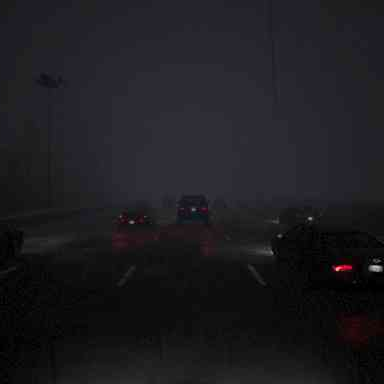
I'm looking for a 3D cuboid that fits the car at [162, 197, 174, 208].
[{"bbox_3d":[-3.415,1.485,49.211,2.128,1.511,4.902,0,0,0],"label":"car"}]

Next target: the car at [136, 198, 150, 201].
[{"bbox_3d":[-6.915,1.558,46.428,1.994,1.385,4.181,0,0,0],"label":"car"}]

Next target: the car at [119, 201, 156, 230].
[{"bbox_3d":[-3.406,1.523,21.125,1.812,1.442,4.674,0,0,0],"label":"car"}]

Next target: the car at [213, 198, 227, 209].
[{"bbox_3d":[3.587,1.521,44.508,1.812,1.442,4.674,0,0,0],"label":"car"}]

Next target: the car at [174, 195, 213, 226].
[{"bbox_3d":[0.092,1.218,23.692,2.150,2.045,5.566,0,0,0],"label":"car"}]

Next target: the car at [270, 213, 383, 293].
[{"bbox_3d":[3.597,1.547,9.017,2.033,1.411,5.357,0,0,0],"label":"car"}]

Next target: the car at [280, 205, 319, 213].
[{"bbox_3d":[7.094,1.562,21.941,1.994,1.385,4.181,0,0,0],"label":"car"}]

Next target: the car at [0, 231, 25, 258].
[{"bbox_3d":[-6.903,1.599,9.784,1.895,1.301,4.718,0,0,0],"label":"car"}]

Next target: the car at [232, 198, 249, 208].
[{"bbox_3d":[7.085,1.559,48.648,1.994,1.385,4.181,0,0,0],"label":"car"}]

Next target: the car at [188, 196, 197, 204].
[{"bbox_3d":[0.079,1.518,64.814,1.812,1.442,4.674,0,0,0],"label":"car"}]
